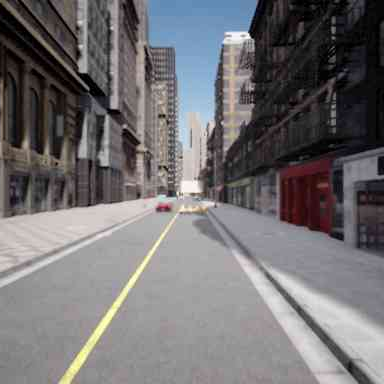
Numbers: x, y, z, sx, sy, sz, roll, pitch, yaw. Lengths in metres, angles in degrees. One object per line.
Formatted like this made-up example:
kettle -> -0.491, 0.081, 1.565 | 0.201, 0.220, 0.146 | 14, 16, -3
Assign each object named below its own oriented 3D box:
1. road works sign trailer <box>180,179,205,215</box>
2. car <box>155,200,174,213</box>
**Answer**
road works sign trailer -> 0.007, 0.485, 34.214 | 2.380, 3.560, 2.880 | 0, 0, 0
car -> -3.085, 1.626, 37.789 | 1.895, 1.301, 4.718 | 0, 0, 0
